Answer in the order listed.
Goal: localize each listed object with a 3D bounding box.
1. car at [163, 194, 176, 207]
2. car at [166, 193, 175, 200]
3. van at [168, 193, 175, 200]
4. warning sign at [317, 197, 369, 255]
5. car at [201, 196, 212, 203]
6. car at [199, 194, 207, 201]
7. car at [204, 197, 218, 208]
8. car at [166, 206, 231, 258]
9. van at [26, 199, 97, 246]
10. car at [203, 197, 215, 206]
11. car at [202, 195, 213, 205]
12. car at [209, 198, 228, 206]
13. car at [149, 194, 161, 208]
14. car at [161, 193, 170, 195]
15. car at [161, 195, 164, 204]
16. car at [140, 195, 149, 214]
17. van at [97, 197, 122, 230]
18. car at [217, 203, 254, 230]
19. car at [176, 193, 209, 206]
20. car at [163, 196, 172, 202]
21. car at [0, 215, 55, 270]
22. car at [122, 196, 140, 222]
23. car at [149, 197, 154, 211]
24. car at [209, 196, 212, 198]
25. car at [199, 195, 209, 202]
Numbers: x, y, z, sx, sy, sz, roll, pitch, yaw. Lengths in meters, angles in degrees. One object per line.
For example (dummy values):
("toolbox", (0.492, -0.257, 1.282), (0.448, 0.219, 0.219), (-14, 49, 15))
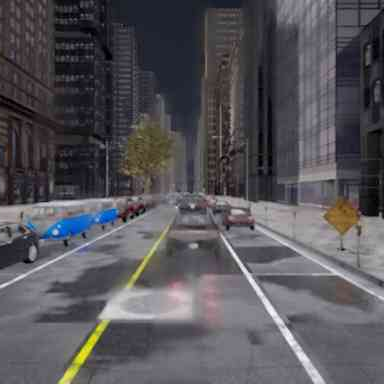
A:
("car", (-3.073, 1.446, 51.045), (2.128, 1.511, 4.902), (0, 0, 0))
("car", (-5.750, 1.257, 88.599), (2.192, 1.841, 5.009), (0, 0, 0))
("van", (-5.749, 1.281, 94.276), (1.690, 1.788, 3.998), (0, 0, 0))
("warning sign", (5.070, 1.105, 11.271), (1.300, 1.860, 1.060), (0, 0, 0))
("car", (2.772, 1.515, 65.896), (1.947, 1.339, 4.313), (0, 0, 0))
("car", (2.775, 1.383, 82.928), (1.967, 1.590, 4.097), (0, 0, 0))
("car", (2.770, 1.483, 49.033), (1.752, 1.417, 4.829), (0, 0, 0))
("car", (0.063, 1.476, 12.729), (2.128, 1.511, 4.902), (0, 0, 0))
("van", (-5.761, 1.327, 14.792), (1.690, 1.788, 3.998), (0, 0, 0))
("car", (2.770, 1.536, 54.541), (1.802, 1.307, 4.206), (0, 0, 0))
("car", (2.771, 1.391, 60.218), (1.967, 1.590, 4.097), (0, 0, 0))
("car", (2.767, 1.522, 31.830), (2.008, 1.369, 4.403), (0, 0, 0))
("car", (-5.756, 1.276, 43.179), (2.192, 1.841, 5.009), (0, 0, 0))
("car", (-5.754, 1.266, 60.211), (2.192, 1.841, 5.009), (0, 0, 0))
("car", (-5.755, 1.508, 48.857), (2.008, 1.369, 4.403), (0, 0, 0))
("car", (-5.758, 1.286, 31.825), (2.192, 1.841, 5.009), (0, 0, 0))
("van", (-5.760, 1.322, 20.470), (1.690, 1.788, 3.998), (0, 0, 0))
("car", (2.765, 1.563, 20.475), (1.802, 1.307, 4.206), (0, 0, 0))
("car", (0.069, 1.198, 28.053), (2.150, 2.045, 5.566), (0, 0, 0))
("car", (-5.751, 1.527, 77.244), (1.802, 1.307, 4.206), (0, 0, 0))
("car", (-5.762, 1.542, 9.115), (2.008, 1.369, 4.403), (0, 0, 0))
("car", (-5.759, 1.291, 26.147), (2.192, 1.841, 5.009), (0, 0, 0))
("car", (-5.757, 1.532, 37.502), (1.947, 1.339, 4.313), (0, 0, 0))
("car", (2.769, 1.543, 43.185), (1.802, 1.307, 4.206), (0, 0, 0))
("car", (2.774, 1.496, 77.251), (2.008, 1.369, 4.403), (0, 0, 0))
